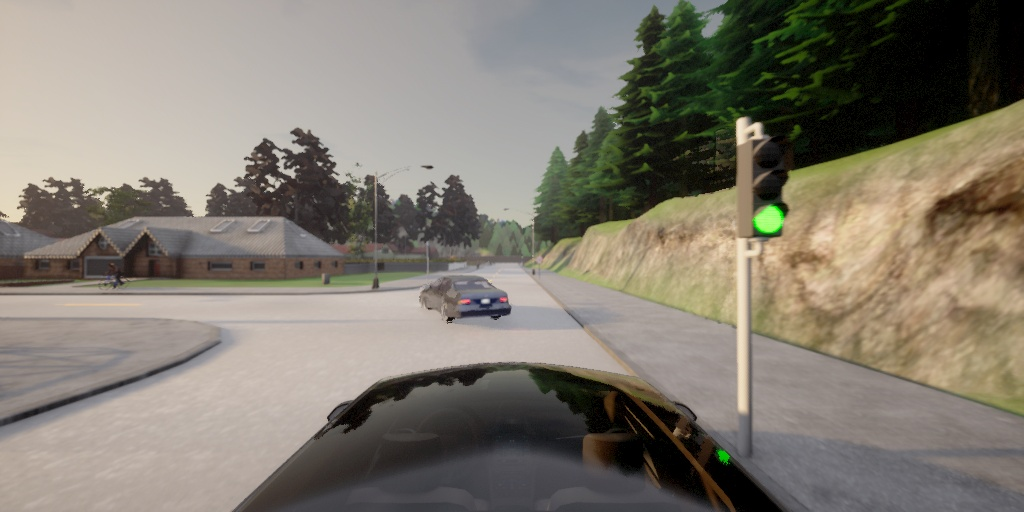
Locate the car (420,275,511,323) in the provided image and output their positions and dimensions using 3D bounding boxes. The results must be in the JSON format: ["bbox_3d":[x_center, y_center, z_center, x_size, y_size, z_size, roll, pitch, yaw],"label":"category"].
[{"bbox_3d":[-1.856,1.379,12.695,2.033,1.411,5.357,0,-1,-25],"label":"car"}]

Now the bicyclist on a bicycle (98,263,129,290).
[{"bbox_3d":[-24.177,1.248,21.783,0.582,1.620,1.656,0,0,0],"label":"bicyclist on a bicycle"}]
